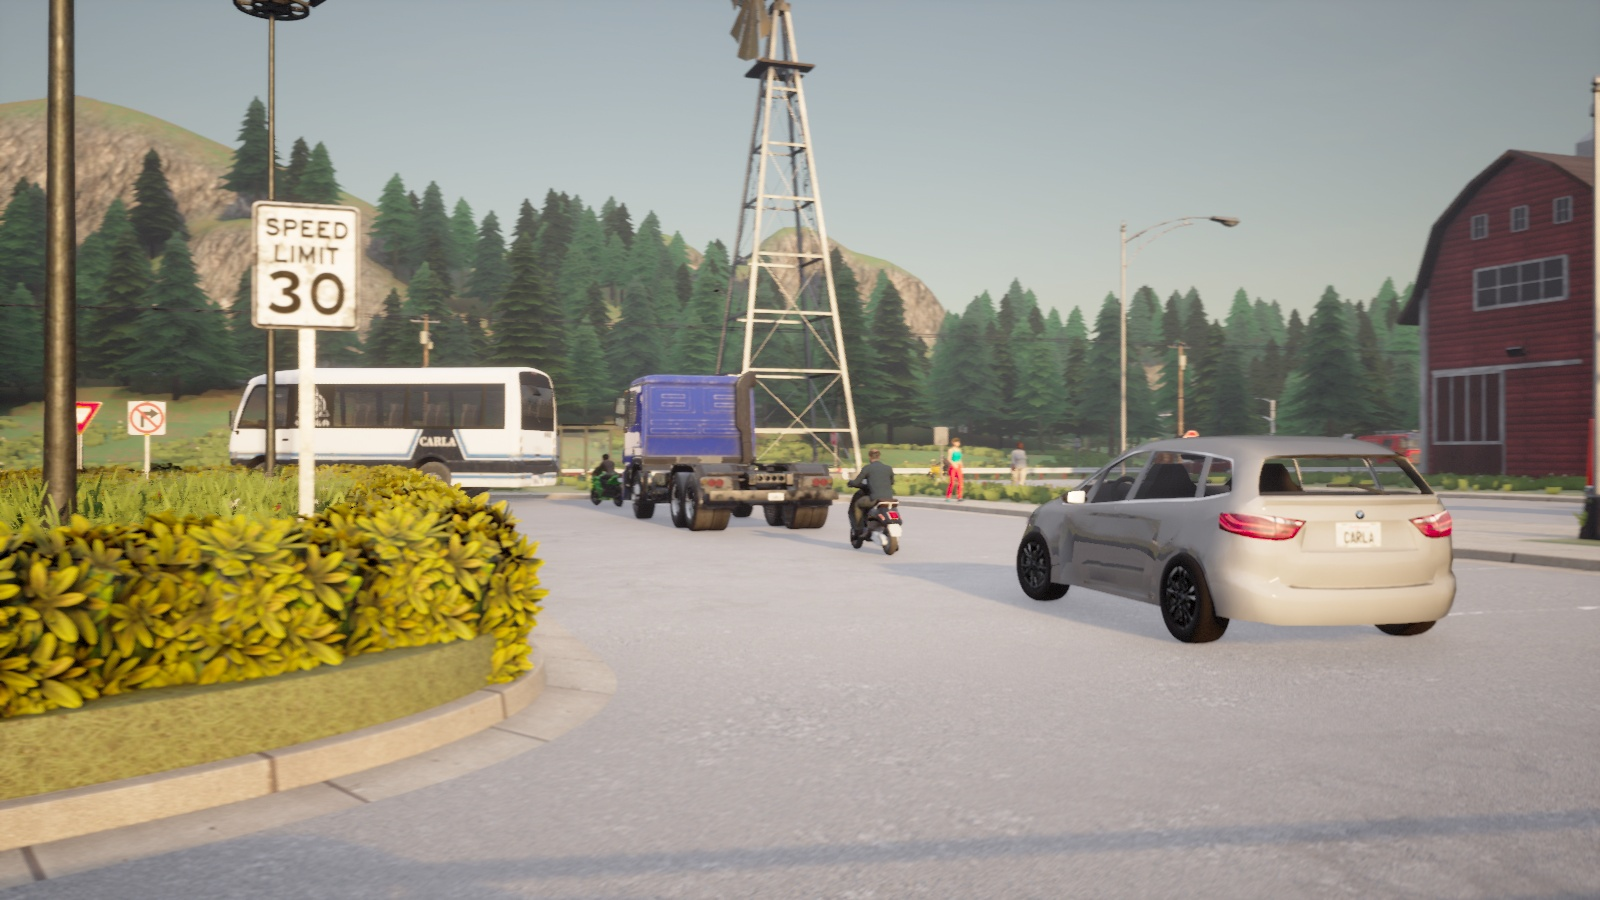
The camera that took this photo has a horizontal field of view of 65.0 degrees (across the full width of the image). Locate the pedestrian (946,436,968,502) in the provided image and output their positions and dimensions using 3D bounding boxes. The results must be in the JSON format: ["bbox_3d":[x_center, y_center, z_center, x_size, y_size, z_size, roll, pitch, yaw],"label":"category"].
[{"bbox_3d":[4.416,0.527,35.302,0.345,1.836,0.594,0,0,-25],"label":"pedestrian"}]

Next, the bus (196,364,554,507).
[{"bbox_3d":[-13.504,-0.422,40.334,10.273,4.253,3.944,0,-1,11],"label":"bus"}]

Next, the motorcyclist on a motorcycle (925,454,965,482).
[{"bbox_3d":[8.016,0.983,69.592,2.044,1.523,0.797,0,2,31],"label":"motorcyclist on a motorcycle"}]

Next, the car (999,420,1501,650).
[{"bbox_3d":[3.750,0.624,11.587,2.242,1.667,4.611,0,0,-12],"label":"car"}]

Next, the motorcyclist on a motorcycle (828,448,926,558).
[{"bbox_3d":[1.143,0.773,19.192,0.866,1.590,1.817,0,0,-19],"label":"motorcyclist on a motorcycle"}]

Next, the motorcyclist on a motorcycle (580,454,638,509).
[{"bbox_3d":[-5.476,0.892,36.000,0.797,1.523,2.044,0,0,-36],"label":"motorcyclist on a motorcycle"}]

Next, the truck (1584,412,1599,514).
[{"bbox_3d":[21.488,0.305,29.022,2.627,2.467,5.204,0,0,-20],"label":"truck"}]

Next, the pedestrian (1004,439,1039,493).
[{"bbox_3d":[7.705,0.553,43.784,0.874,1.855,0.900,0,0,-18],"label":"pedestrian"}]

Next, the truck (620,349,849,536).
[{"bbox_3d":[-1.731,-0.119,27.513,2.891,3.462,7.936,0,0,-19],"label":"truck"}]
